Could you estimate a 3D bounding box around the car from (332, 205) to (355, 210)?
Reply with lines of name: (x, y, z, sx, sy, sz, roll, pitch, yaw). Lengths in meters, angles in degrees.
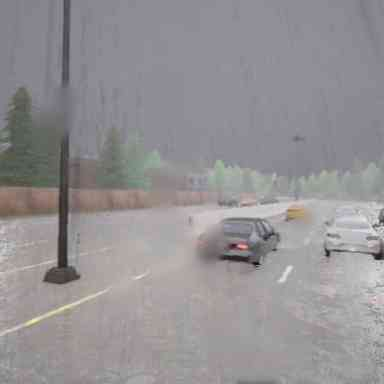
car: (12.329, 1.801, 26.750, 1.812, 1.442, 4.674, 1, 0, 25)

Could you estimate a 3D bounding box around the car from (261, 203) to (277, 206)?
car: (12.666, 1.598, 53.637, 2.150, 2.045, 5.566, 1, 0, 24)

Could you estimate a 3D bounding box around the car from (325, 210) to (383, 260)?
car: (6.285, 1.662, 13.117, 1.812, 1.442, 4.674, 1, 0, 24)

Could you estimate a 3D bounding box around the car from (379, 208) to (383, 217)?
car: (15.745, 1.801, 25.810, 1.882, 1.535, 5.008, 1, 0, 24)

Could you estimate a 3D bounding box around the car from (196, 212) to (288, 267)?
car: (1.892, 1.615, 11.897, 2.033, 1.411, 5.357, 1, 0, 24)

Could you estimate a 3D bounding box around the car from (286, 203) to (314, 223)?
car: (9.355, 1.715, 28.665, 1.882, 1.535, 5.008, 1, 0, 24)
